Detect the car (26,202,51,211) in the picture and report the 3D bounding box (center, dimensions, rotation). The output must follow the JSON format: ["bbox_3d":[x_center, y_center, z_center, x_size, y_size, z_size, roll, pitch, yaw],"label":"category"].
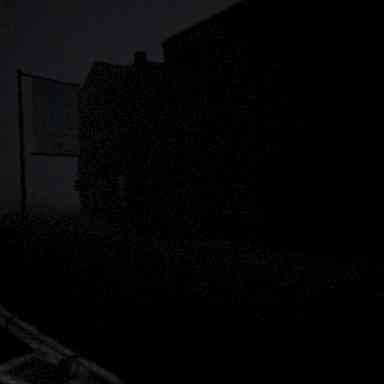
[{"bbox_3d":[-26.405,2.456,57.234,1.895,1.301,4.718,-4,-1,10],"label":"car"}]

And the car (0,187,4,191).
[{"bbox_3d":[-47.729,-0.484,78.652,2.231,1.521,4.892,-4,-3,4],"label":"car"}]
